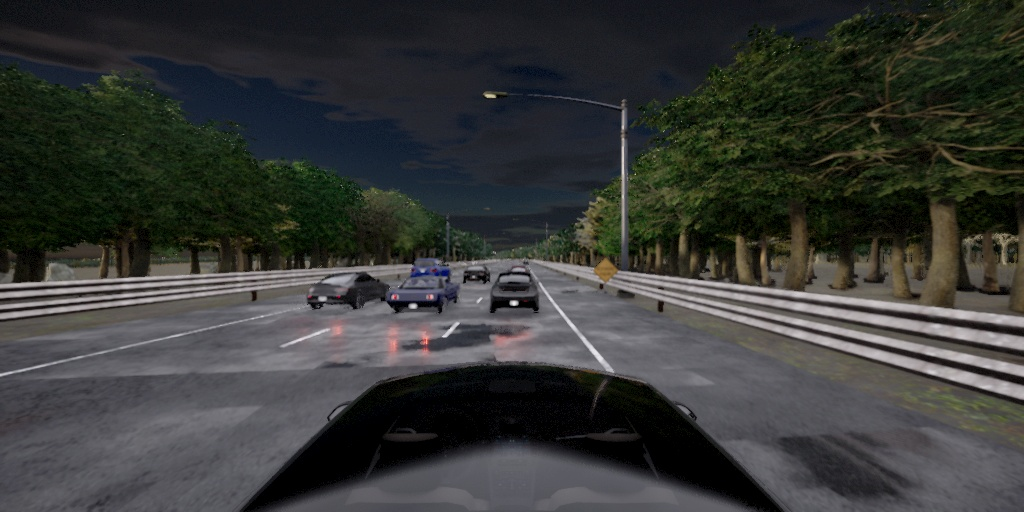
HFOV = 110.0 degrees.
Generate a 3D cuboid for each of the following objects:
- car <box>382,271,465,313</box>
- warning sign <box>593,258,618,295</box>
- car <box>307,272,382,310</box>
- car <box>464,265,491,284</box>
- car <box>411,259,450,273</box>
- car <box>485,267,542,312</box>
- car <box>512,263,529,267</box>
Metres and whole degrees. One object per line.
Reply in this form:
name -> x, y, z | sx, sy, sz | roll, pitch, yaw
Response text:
car -> -3.364, 1.477, 14.669 | 1.895, 1.301, 4.718 | 0, -1, 2
warning sign -> 4.746, 1.026, 18.223 | 1.300, 1.860, 1.060 | 0, 0, 1
car -> -6.840, 1.408, 15.395 | 1.812, 1.442, 4.674 | 0, 0, 2
car -> -2.912, 1.499, 30.590 | 1.882, 1.535, 5.008 | 0, 0, 2
car -> -6.480, 1.233, 29.057 | 2.150, 2.045, 5.566 | 0, 0, 2
car -> 0.146, 1.385, 14.861 | 1.837, 1.490, 4.892 | 0, 0, 2
car -> 0.572, 1.544, 30.142 | 1.812, 1.442, 4.674 | 0, 0, 2
